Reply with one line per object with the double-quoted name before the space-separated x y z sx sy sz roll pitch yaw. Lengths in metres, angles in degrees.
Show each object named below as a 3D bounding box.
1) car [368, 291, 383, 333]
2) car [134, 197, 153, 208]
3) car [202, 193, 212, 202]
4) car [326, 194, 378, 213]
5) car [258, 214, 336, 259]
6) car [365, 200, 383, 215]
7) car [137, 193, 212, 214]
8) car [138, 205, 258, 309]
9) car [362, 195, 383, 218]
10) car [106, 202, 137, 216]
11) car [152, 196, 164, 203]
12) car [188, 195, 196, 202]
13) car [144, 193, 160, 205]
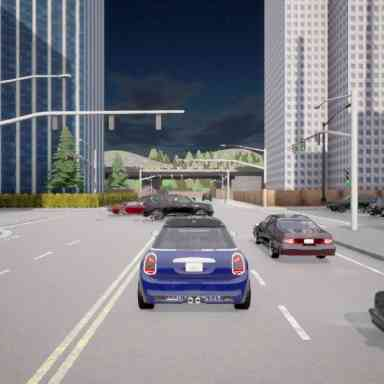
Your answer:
"car" 3.599 1.547 2.573 2.033 1.411 5.357 0 0 0
"car" -7.127 1.488 49.781 2.128 1.511 4.902 0 0 0
"car" 3.450 1.198 77.733 2.150 2.045 5.566 0 0 0
"car" 17.820 1.219 36.622 5.566 2.045 2.150 0 0 0
"car" 3.602 1.547 12.641 2.033 1.411 5.357 0 0 1
"car" 19.999 1.524 33.089 4.674 1.442 1.812 0 0 0
"car" -1.098 1.222 25.761 5.566 2.045 2.150 0 0 -1
"car" 0.054 1.352 8.012 2.097 1.767 4.553 0 0 0
"car" 18.109 1.350 29.412 4.553 1.767 2.097 0 0 0
"car" -5.741 1.599 32.196 4.718 1.301 1.895 0 0 -32
"car" -7.045 1.549 69.514 1.994 1.385 4.181 0 0 0
"car" -0.050 1.497 77.701 1.812 1.442 4.674 0 0 0
"car" -7.110 1.218 59.648 2.150 2.045 5.566 0 0 0
